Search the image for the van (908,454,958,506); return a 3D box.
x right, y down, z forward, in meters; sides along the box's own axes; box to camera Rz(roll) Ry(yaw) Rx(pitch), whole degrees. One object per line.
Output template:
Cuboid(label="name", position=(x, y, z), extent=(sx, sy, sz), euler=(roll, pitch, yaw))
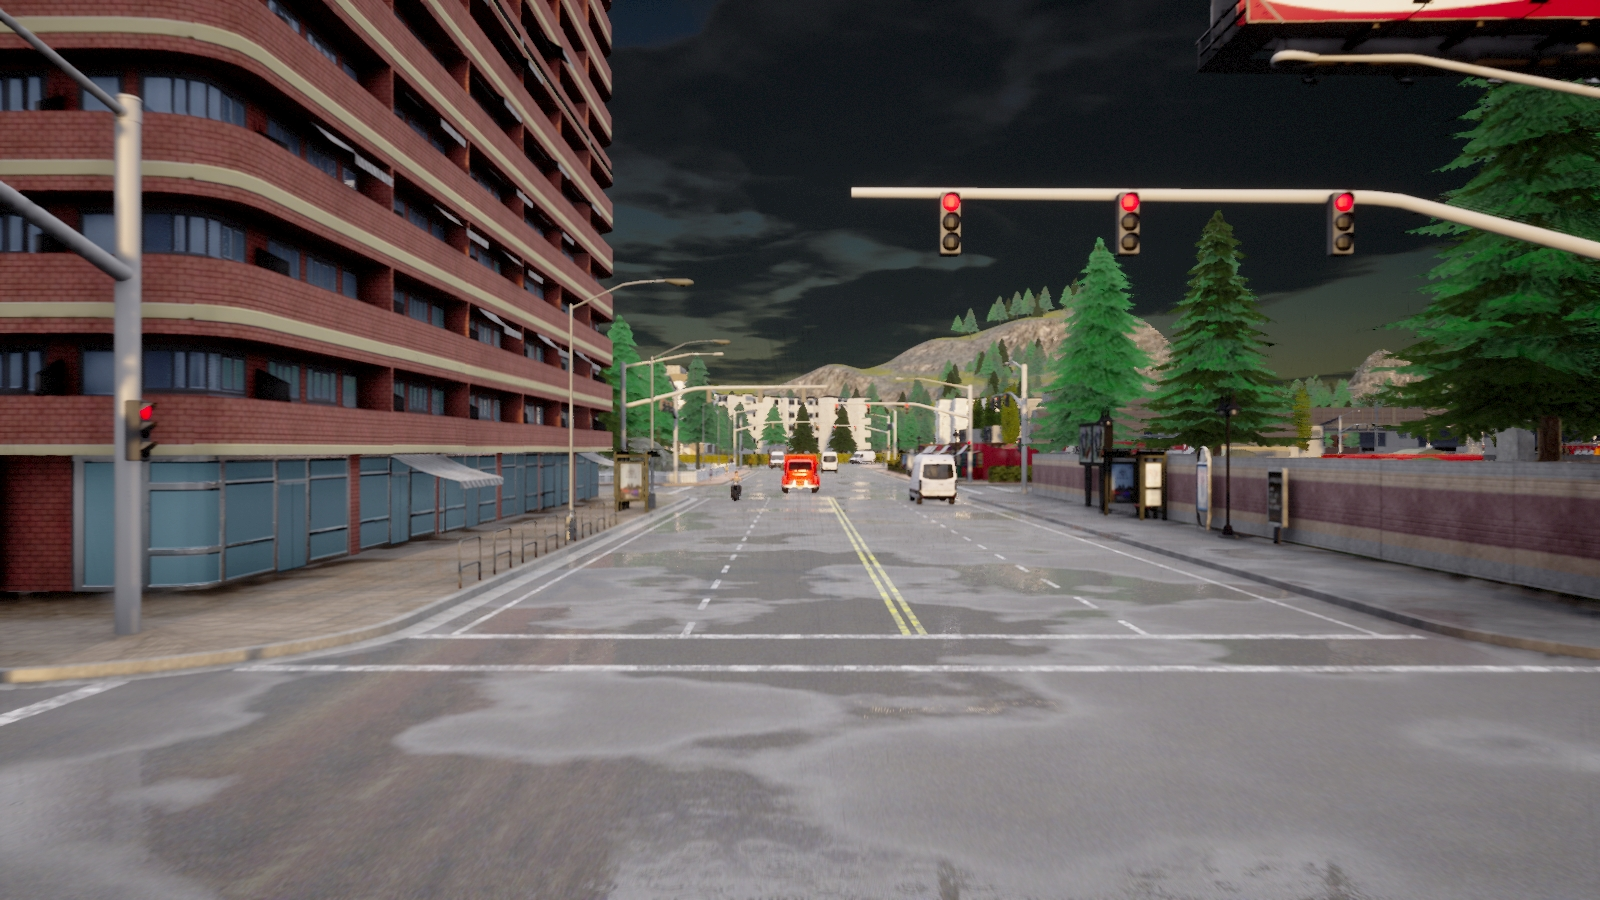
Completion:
Cuboid(label="van", position=(7.004, 1.526, 60.693), extent=(1.988, 2.561, 5.915), euler=(0, 0, 0))

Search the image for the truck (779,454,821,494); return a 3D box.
Cuboid(label="truck", position=(0.032, 1.534, 74.203), extent=(2.627, 2.467, 5.204), euler=(0, 0, 1))
